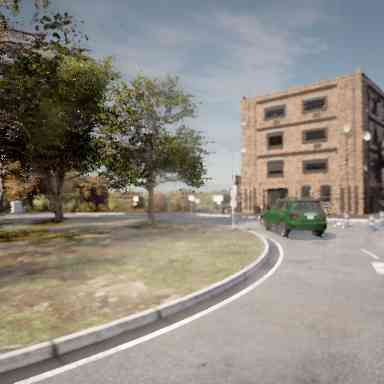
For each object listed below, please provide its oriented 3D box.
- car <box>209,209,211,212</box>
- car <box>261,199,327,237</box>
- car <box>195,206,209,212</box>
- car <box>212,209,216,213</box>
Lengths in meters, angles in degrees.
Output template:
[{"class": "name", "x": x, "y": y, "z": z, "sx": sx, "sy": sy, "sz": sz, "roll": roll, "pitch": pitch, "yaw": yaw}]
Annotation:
[{"class": "car", "x": 2.307, "y": 4.022, "z": 71.295, "sx": 2.163, "sy": 1.488, "sz": 4.792, "roll": -1, "pitch": -4, "yaw": 7}, {"class": "car", "x": 5.731, "y": 1.407, "z": 19.387, "sx": 2.150, "sy": 2.045, "sz": 5.566, "roll": 0, "pitch": -1, "yaw": -5}, {"class": "car", "x": 1.621, "y": 3.646, "z": 65.855, "sx": 2.002, "sy": 1.452, "sz": 4.674, "roll": 1, "pitch": -4, "yaw": 7}, {"class": "car", "x": 4.422, "y": 5.196, "z": 87.661, "sx": 2.002, "sy": 1.452, "sz": 4.674, "roll": -1, "pitch": -4, "yaw": 7}]
